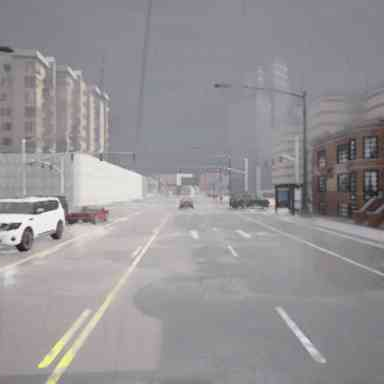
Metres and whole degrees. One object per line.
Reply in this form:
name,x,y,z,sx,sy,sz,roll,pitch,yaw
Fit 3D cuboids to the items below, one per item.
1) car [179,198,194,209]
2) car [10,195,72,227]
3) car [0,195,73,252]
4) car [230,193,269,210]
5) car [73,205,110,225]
car,-0.775,1.540,45.820,1.812,1.442,4.674,0,0,-1
car,-11.025,1.281,24.869,2.150,2.045,5.566,0,0,-1
car,-7.350,1.259,14.437,2.150,2.045,5.566,0,0,-1
car,7.590,1.194,43.867,5.566,2.045,2.150,0,-1,-30
car,-7.520,1.643,24.557,1.895,1.301,4.718,0,0,-1
